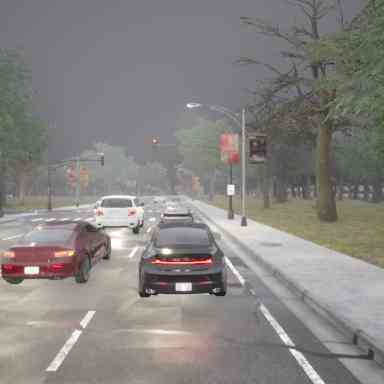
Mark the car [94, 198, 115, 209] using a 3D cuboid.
[{"bbox_3d":[-12.063,1.545,45.963,1.812,1.442,4.674,0,0,-3],"label":"car"}]

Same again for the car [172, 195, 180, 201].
[{"bbox_3d":[-4.197,1.474,86.396,2.128,1.511,4.902,0,0,-3],"label":"car"}]

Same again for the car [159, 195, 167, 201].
[{"bbox_3d":[-7.484,1.551,87.070,1.882,1.535,5.008,0,0,-3],"label":"car"}]

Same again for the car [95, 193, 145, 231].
[{"bbox_3d":[-4.018,1.226,19.217,2.150,2.045,5.566,0,0,-5],"label":"car"}]

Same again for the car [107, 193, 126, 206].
[{"bbox_3d":[-12.533,1.250,55.754,2.150,2.045,5.566,0,0,-2],"label":"car"}]

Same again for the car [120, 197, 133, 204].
[{"bbox_3d":[-12.969,1.642,65.861,1.895,1.301,4.718,0,0,-2],"label":"car"}]

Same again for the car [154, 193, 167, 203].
[{"bbox_3d":[-6.422,1.261,67.529,2.150,2.045,5.566,0,0,-3],"label":"car"}]

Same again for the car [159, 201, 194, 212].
[{"bbox_3d":[-0.871,1.496,18.887,2.128,1.511,4.902,0,0,-3],"label":"car"}]

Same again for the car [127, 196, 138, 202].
[{"bbox_3d":[-13.443,1.621,75.933,1.895,1.301,4.718,0,0,-3],"label":"car"}]

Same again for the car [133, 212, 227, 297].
[{"bbox_3d":[-0.265,1.506,8.571,1.837,1.490,4.892,0,0,-3],"label":"car"}]

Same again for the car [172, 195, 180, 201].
[{"bbox_3d":[-3.684,1.593,75.993,2.033,1.411,5.357,0,0,-3],"label":"car"}]

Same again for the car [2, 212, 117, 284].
[{"bbox_3d":[-3.567,1.527,9.472,1.812,1.442,4.674,0,0,-3],"label":"car"}]
